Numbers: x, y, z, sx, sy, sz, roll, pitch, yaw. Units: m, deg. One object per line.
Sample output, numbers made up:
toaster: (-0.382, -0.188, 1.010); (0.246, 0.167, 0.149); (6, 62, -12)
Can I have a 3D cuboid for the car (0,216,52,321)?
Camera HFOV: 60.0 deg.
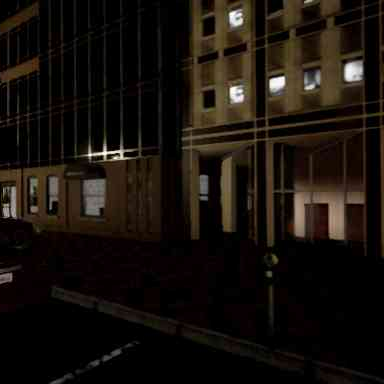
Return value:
car: (-4.676, 1.348, 6.208); (5.009, 1.841, 2.192); (0, 0, 35)
